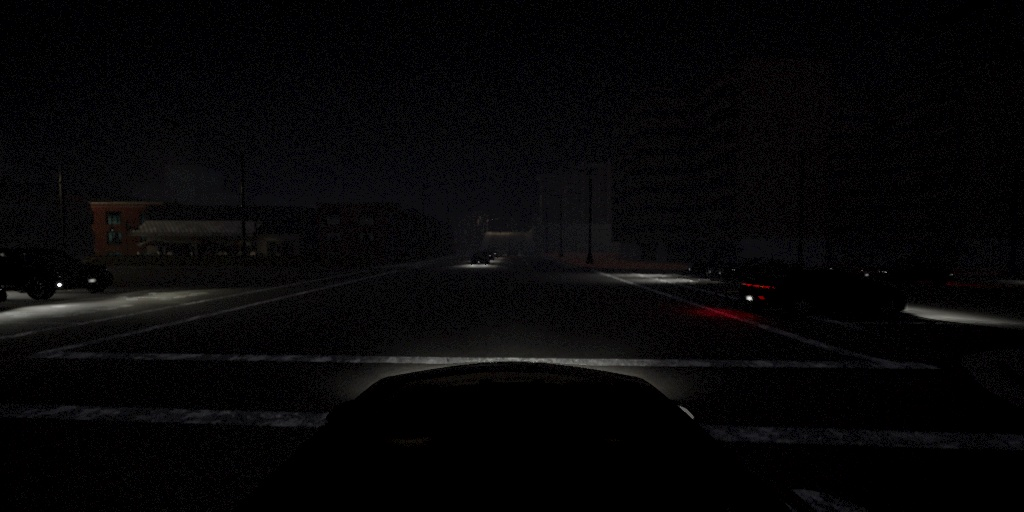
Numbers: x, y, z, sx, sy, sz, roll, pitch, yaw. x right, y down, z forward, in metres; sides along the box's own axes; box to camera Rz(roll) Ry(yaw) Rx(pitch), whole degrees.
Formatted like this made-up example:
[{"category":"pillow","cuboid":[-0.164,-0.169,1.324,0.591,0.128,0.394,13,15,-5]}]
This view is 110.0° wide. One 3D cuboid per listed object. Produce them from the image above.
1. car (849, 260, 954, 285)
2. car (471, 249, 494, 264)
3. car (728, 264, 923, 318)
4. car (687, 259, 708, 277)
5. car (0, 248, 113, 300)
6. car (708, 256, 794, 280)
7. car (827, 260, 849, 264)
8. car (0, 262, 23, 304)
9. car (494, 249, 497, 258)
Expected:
[{"category":"car","cuboid":[25.229,1.008,23.048,4.902,1.511,2.128,1,2,-1]},{"category":"car","cuboid":[-3.583,0.178,41.398,2.033,1.411,5.357,0,2,0]},{"category":"car","cuboid":[10.306,1.153,12.036,4.892,1.490,1.837,0,1,-3]},{"category":"car","cuboid":[15.460,0.740,26.311,4.902,1.511,2.128,1,2,-1]},{"category":"car","cuboid":[-20.649,0.692,15.336,5.566,2.045,2.150,0,2,1]},{"category":"car","cuboid":[15.666,0.856,22.818,4.902,1.511,2.128,1,2,-1]},{"category":"car","cuboid":[24.706,0.957,26.546,4.181,1.385,1.994,1,2,-2]},{"category":"car","cuboid":[-19.888,1.090,11.836,4.892,1.490,1.837,0,2,1]},{"category":"car","cuboid":[-3.545,-0.195,51.507,1.837,1.490,4.892,0,2,0]}]
